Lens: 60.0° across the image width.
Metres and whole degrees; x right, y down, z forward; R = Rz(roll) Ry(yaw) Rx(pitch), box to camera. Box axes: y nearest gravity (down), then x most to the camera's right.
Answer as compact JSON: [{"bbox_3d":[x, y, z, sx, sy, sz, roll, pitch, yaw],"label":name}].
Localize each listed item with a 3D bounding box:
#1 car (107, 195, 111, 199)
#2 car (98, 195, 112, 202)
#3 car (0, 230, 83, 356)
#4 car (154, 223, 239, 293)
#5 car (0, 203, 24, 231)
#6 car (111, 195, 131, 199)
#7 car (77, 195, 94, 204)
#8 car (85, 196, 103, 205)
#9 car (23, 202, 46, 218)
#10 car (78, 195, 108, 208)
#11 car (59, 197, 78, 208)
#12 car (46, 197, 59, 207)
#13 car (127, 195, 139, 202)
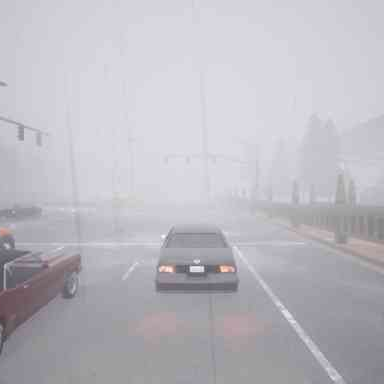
[{"bbox_3d":[-17.569,1.355,71.847,2.097,1.767,4.553,0,0,0],"label":"car"},{"bbox_3d":[-21.078,1.511,80.880,2.128,1.511,4.902,0,0,0],"label":"car"},{"bbox_3d":[-3.405,1.601,5.519,1.895,1.301,4.718,0,0,0],"label":"car"},{"bbox_3d":[0.091,1.547,8.974,2.033,1.411,5.357,0,0,0],"label":"car"},{"bbox_3d":[-6.909,1.352,9.183,2.097,1.767,4.553,0,0,0],"label":"car"},{"bbox_3d":[-14.071,1.601,65.827,1.895,1.301,4.718,0,0,0],"label":"car"},{"bbox_3d":[-21.064,1.478,66.071,1.882,1.535,5.008,0,0,0],"label":"car"},{"bbox_3d":[-17.619,1.478,60.009,1.882,1.535,5.008,0,0,0],"label":"car"},{"bbox_3d":[-14.127,1.601,27.139,1.895,1.301,4.718,0,0,0],"label":"car"},{"bbox_3d":[-14.143,1.547,48.063,2.033,1.411,5.357,0,0,0],"label":"car"},{"bbox_3d":[-17.627,1.526,49.430,1.812,1.442,4.674,0,0,0],"label":"car"},{"bbox_3d":[-21.142,1.547,52.316,2.033,1.411,5.357,0,0,0],"label":"car"},{"bbox_3d":[-14.076,1.515,79.637,2.128,1.511,4.902,0,0,0],"label":"car"}]
